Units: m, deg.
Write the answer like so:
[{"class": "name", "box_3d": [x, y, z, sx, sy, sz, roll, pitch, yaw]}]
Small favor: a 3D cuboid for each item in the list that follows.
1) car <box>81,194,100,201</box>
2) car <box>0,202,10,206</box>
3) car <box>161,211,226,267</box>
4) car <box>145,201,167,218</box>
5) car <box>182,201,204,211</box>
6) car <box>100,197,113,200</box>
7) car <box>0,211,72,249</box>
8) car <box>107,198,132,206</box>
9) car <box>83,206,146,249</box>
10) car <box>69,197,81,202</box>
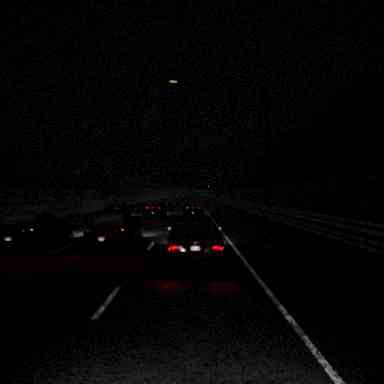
[{"class": "car", "box_3d": [-21.012, 1.452, 70.678, 2.150, 2.045, 5.566, 0, 0, 0]}, {"class": "car", "box_3d": [-17.603, 1.639, 29.550, 1.812, 1.442, 4.674, 0, 0, 0]}, {"class": "car", "box_3d": [0.093, 1.594, 11.543, 2.033, 1.411, 5.357, 0, 0, 0]}, {"class": "car", "box_3d": [-3.409, 1.612, 31.239, 2.128, 1.511, 4.902, 0, 0, 0]}, {"class": "car", "box_3d": [0.092, 1.612, 31.214, 2.128, 1.511, 4.902, 0, 0, 0]}, {"class": "car", "box_3d": [-17.512, 1.751, 70.708, 1.812, 1.442, 4.674, 0, 0, 0]}, {"class": "car", "box_3d": [-6.914, 1.584, 14.820, 1.812, 1.442, 4.674, 0, 0, 0]}, {"class": "car", "box_3d": [-6.908, 1.625, 31.335, 1.837, 1.490, 4.892, 0, 0, 0]}, {"class": "car", "box_3d": [-3.407, 1.584, 14.820, 1.812, 1.442, 4.674, 0, 0, 0]}, {"class": "car", "box_3d": [-24.512, 1.751, 70.707, 2.128, 1.511, 4.902, 0, 0, 0]}]
